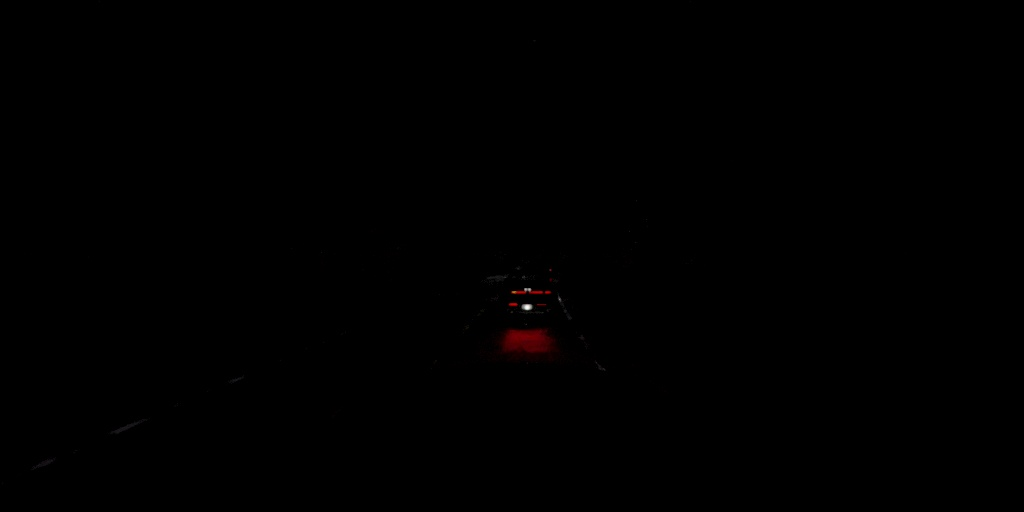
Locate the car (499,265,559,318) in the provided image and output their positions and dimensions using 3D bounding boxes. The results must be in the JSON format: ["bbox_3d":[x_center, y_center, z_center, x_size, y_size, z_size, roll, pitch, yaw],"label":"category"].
[{"bbox_3d":[0.600,1.239,12.891,1.837,1.490,4.892,0,0,4],"label":"car"}]

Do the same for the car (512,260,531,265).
[{"bbox_3d":[1.158,1.173,40.787,2.128,1.511,4.902,0,0,12],"label":"car"}]

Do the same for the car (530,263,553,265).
[{"bbox_3d":[3.250,1.300,34.883,1.895,1.301,4.718,0,0,10],"label":"car"}]
